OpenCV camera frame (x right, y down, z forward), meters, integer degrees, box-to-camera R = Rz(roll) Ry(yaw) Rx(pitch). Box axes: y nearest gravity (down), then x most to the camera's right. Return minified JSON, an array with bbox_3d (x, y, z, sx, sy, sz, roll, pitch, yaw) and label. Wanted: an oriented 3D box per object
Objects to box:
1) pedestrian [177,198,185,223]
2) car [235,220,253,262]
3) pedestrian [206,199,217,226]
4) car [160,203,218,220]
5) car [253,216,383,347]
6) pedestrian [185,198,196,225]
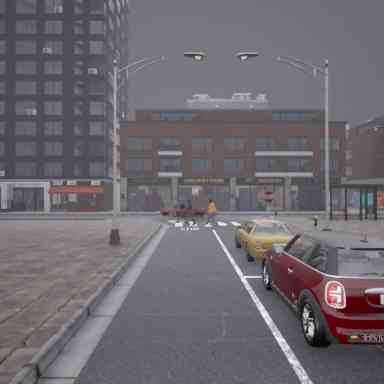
[{"bbox_3d":[-0.653,1.300,22.836,0.375,1.860,0.375,0,0,0],"label":"pedestrian"},{"bbox_3d":[2.576,1.530,11.935,1.752,1.417,4.829,0,0,0],"label":"car"},{"bbox_3d":[1.260,1.303,21.648,0.375,1.860,0.375,0,0,0],"label":"pedestrian"},{"bbox_3d":[-0.214,1.599,27.857,4.718,1.301,1.895,0,0,-1],"label":"car"},{"bbox_3d":[2.609,1.442,6.328,1.967,1.590,4.097,0,0,0],"label":"car"},{"bbox_3d":[-0.097,1.303,22.306,0.375,1.860,0.375,0,0,0],"label":"pedestrian"}]
